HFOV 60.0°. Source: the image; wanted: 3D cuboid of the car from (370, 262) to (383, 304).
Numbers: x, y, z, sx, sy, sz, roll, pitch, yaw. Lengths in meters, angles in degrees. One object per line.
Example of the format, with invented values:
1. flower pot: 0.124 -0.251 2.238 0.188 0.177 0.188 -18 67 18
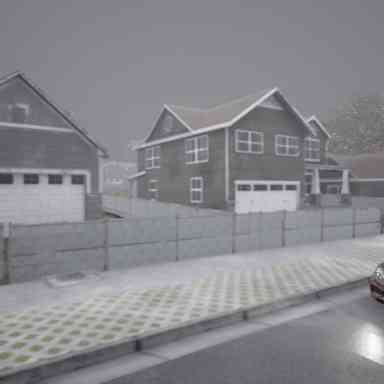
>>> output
1. car: 5.604 1.511 6.842 4.674 1.442 1.812 0 0 -34
